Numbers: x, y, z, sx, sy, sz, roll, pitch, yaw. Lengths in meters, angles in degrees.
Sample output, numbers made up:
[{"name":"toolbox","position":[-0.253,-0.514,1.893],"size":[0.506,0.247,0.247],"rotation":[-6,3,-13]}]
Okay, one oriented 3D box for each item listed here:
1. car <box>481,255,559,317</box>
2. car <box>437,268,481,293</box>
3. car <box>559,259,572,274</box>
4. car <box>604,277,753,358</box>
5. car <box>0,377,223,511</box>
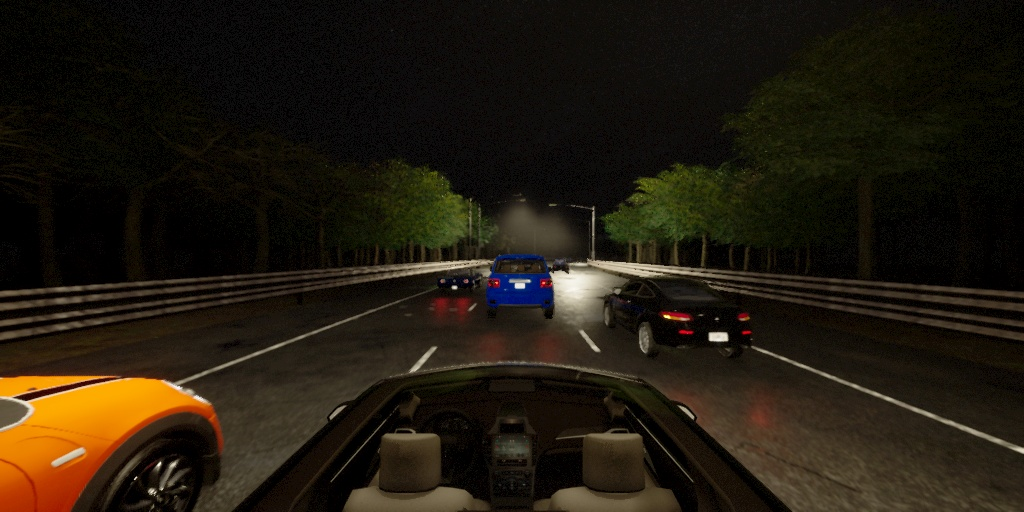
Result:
[{"name":"car","position":[0.318,0.974,13.261],"size":[2.150,2.045,5.566],"rotation":[0,0,2]},{"name":"car","position":[-2.879,1.351,20.882],"size":[1.895,1.301,4.718],"rotation":[0,0,3]},{"name":"car","position":[5.551,1.284,41.644],"size":[1.895,1.301,4.718],"rotation":[0,0,5]},{"name":"car","position":[3.530,1.212,8.408],"size":[1.812,1.442,4.674],"rotation":[0,0,0]},{"name":"car","position":[-3.365,1.098,0.974],"size":[2.097,1.767,4.553],"rotation":[0,0,0]}]
